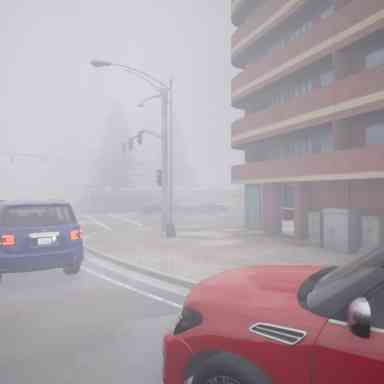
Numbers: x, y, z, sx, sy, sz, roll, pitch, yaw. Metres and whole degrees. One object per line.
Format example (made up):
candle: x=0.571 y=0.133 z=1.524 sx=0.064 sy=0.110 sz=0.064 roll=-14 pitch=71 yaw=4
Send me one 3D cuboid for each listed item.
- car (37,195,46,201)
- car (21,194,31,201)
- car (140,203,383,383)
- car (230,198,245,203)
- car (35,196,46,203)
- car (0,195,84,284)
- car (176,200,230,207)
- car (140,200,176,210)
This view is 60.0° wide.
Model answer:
car: x=-37.240 y=1.478 z=82.542 sx=1.882 sy=1.535 sz=5.008 roll=0 pitch=0 yaw=-23
car: x=-40.415 y=1.355 z=81.065 sx=2.097 sy=1.767 sz=4.553 roll=0 pitch=0 yaw=-23
car: x=2.348 y=1.221 z=2.453 sx=5.566 sy=2.045 sz=2.150 roll=0 pitch=0 yaw=36
car: x=5.187 y=1.533 z=39.732 sx=5.008 sy=1.535 sz=1.882 roll=0 pitch=0 yaw=-23
car: x=-33.219 y=1.540 z=73.066 sx=2.033 sy=1.411 sz=5.357 roll=0 pitch=0 yaw=-23
car: x=-4.951 y=1.221 z=9.811 sx=2.150 sy=2.045 sz=5.566 roll=0 pitch=0 yaw=-36
car: x=1.116 y=1.656 z=34.250 sx=4.718 sy=1.301 sz=1.895 roll=0 pitch=0 yaw=-23
car: x=-3.340 y=1.581 z=36.167 sx=4.674 sy=1.442 sz=1.812 roll=0 pitch=0 yaw=-22
